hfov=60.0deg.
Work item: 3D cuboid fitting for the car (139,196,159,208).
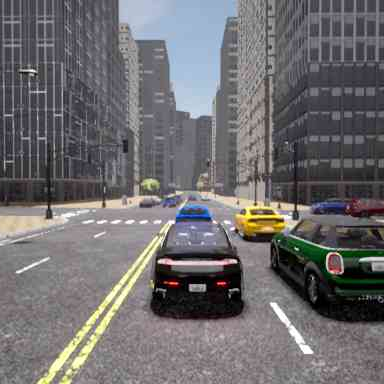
[{"bbox_3d":[-6.540,1.530,49.110,2.033,1.411,5.357,0,0,0],"label":"car"}]

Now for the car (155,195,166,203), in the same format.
[{"bbox_3d":[-6.447,1.471,68.018,1.837,1.490,4.892,0,0,0],"label":"car"}]

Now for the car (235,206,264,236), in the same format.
[{"bbox_3d":[3.364,1.475,17.230,1.882,1.535,5.008,0,0,0],"label":"car"}]

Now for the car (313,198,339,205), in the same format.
[{"bbox_3d":[14.916,1.463,35.229,4.553,1.767,2.097,1,1,1],"label":"car"}]

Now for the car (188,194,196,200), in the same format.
[{"bbox_3d":[0.083,1.298,90.648,2.128,1.511,4.902,0,0,0],"label":"car"}]

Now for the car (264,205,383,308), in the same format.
[{"bbox_3d":[3.357,1.351,8.050,2.097,1.767,4.553,0,0,0],"label":"car"}]

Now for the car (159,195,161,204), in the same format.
[{"bbox_3d":[-6.527,1.576,58.697,1.895,1.301,4.718,0,0,0],"label":"car"}]

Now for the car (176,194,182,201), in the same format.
[{"bbox_3d":[-3.272,1.539,58.283,1.994,1.385,4.181,0,0,1],"label":"car"}]

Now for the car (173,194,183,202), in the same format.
[{"bbox_3d":[-3.180,1.313,77.162,2.097,1.767,4.553,0,0,0],"label":"car"}]

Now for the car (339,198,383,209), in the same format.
[{"bbox_3d":[16.227,1.529,29.425,5.009,1.841,2.192,1,0,1],"label":"car"}]

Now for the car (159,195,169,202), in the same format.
[{"bbox_3d":[-6.430,1.509,77.997,1.994,1.385,4.181,0,0,0],"label":"car"}]

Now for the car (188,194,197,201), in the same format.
[{"bbox_3d":[0.074,1.301,80.615,2.097,1.767,4.553,0,0,0],"label":"car"}]

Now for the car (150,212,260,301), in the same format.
[{"bbox_3d":[0.105,1.491,8.338,2.128,1.511,4.902,0,0,0],"label":"car"}]

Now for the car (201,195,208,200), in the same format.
[{"bbox_3d":[3.334,1.368,90.674,1.895,1.301,4.718,0,0,0],"label":"car"}]

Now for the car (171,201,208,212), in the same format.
[{"bbox_3d":[0.119,1.474,17.843,1.882,1.535,5.008,0,0,1],"label":"car"}]

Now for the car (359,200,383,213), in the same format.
[{"bbox_3d":[21.844,1.656,37.706,4.829,1.417,1.752,1,0,1],"label":"car"}]

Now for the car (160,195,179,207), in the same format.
[{"bbox_3d":[-3.295,1.508,49.538,1.812,1.442,4.674,0,0,0],"label":"car"}]

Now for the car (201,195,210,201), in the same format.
[{"bbox_3d":[3.325,1.541,80.672,1.895,1.301,4.718,0,0,0],"label":"car"}]
